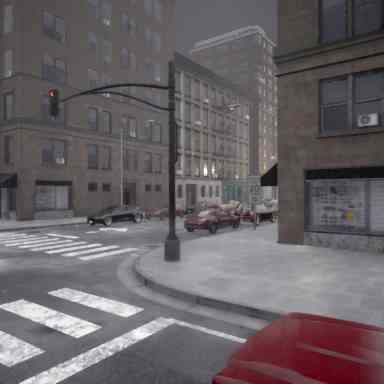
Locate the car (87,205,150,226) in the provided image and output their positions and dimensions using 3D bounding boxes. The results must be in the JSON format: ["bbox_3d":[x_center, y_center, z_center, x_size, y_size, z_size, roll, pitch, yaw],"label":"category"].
[{"bbox_3d":[-5.340,1.588,23.526,1.947,1.339,4.313,0,0,36],"label":"car"}]

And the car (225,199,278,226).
[{"bbox_3d":[4.398,1.410,23.352,1.967,1.590,4.097,0,0,36],"label":"car"}]

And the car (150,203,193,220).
[{"bbox_3d":[-2.131,1.602,28.015,1.802,1.307,4.206,0,0,36],"label":"car"}]

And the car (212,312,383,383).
[{"bbox_3d":[2.397,1.601,1.981,4.718,1.301,1.895,0,0,36],"label":"car"}]

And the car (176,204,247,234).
[{"bbox_3d":[1.190,1.554,18.861,1.802,1.307,4.206,0,0,36],"label":"car"}]

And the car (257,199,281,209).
[{"bbox_3d":[10.701,1.599,45.974,1.802,1.307,4.206,0,0,36],"label":"car"}]

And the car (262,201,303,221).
[{"bbox_3d":[7.706,1.494,27.980,1.752,1.417,4.829,0,0,36],"label":"car"}]

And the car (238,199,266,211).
[{"bbox_3d":[7.494,1.598,41.485,1.802,1.307,4.206,0,0,36],"label":"car"}]

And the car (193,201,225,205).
[{"bbox_3d":[1.077,1.563,32.505,1.887,1.381,4.507,0,0,36],"label":"car"}]

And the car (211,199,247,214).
[{"bbox_3d":[4.186,1.542,36.856,1.752,1.417,4.829,0,0,36],"label":"car"}]
